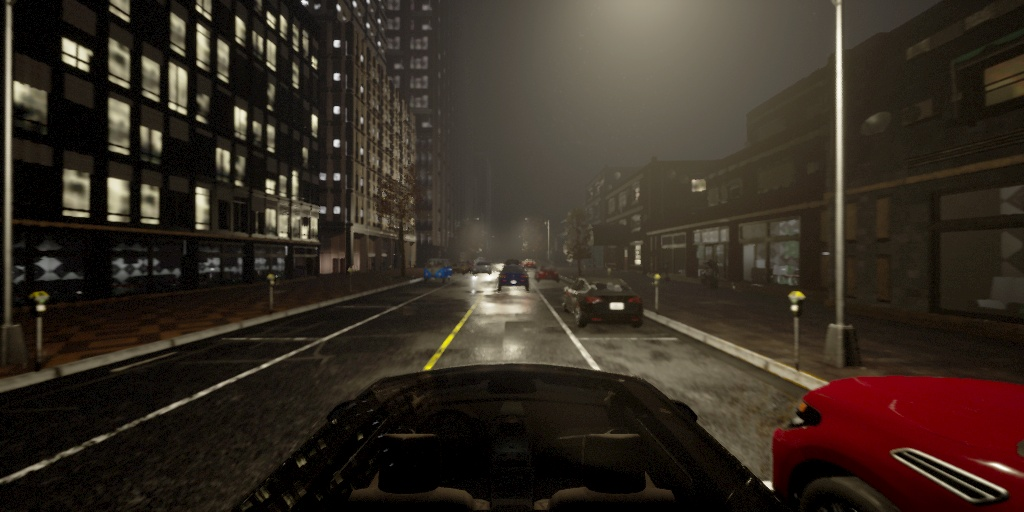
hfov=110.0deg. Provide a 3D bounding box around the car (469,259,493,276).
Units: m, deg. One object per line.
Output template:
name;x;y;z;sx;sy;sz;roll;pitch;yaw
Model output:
car;-3.066;1.291;37.967;1.812;1.442;4.674;0;0;1

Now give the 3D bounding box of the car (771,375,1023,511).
car;2.691;1.064;0.201;2.192;1.841;5.009;0;0;0

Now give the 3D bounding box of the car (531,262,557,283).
car;2.674;1.341;27.886;1.802;1.307;4.207;0;0;0

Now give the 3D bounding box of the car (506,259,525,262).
car;0.074;1.121;42.506;2.097;1.767;4.553;0;0;0

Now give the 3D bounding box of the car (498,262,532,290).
car;0.088;1.282;22.274;1.812;1.442;4.674;0;0;0

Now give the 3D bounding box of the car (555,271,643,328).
car;2.683;1.318;11.275;1.948;1.339;4.313;0;0;0

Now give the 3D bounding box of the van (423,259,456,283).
van;-5.707;1.100;27.883;1.690;1.789;3.998;0;0;0

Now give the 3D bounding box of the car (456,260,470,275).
car;-5.714;1.292;38.787;1.751;1.417;4.829;0;0;0

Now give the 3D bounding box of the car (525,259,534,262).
car;2.657;1.221;55.571;1.967;1.591;4.097;0;0;0

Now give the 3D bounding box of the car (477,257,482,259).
car;-5.721;1.216;50.031;1.967;1.591;4.097;0;0;0
